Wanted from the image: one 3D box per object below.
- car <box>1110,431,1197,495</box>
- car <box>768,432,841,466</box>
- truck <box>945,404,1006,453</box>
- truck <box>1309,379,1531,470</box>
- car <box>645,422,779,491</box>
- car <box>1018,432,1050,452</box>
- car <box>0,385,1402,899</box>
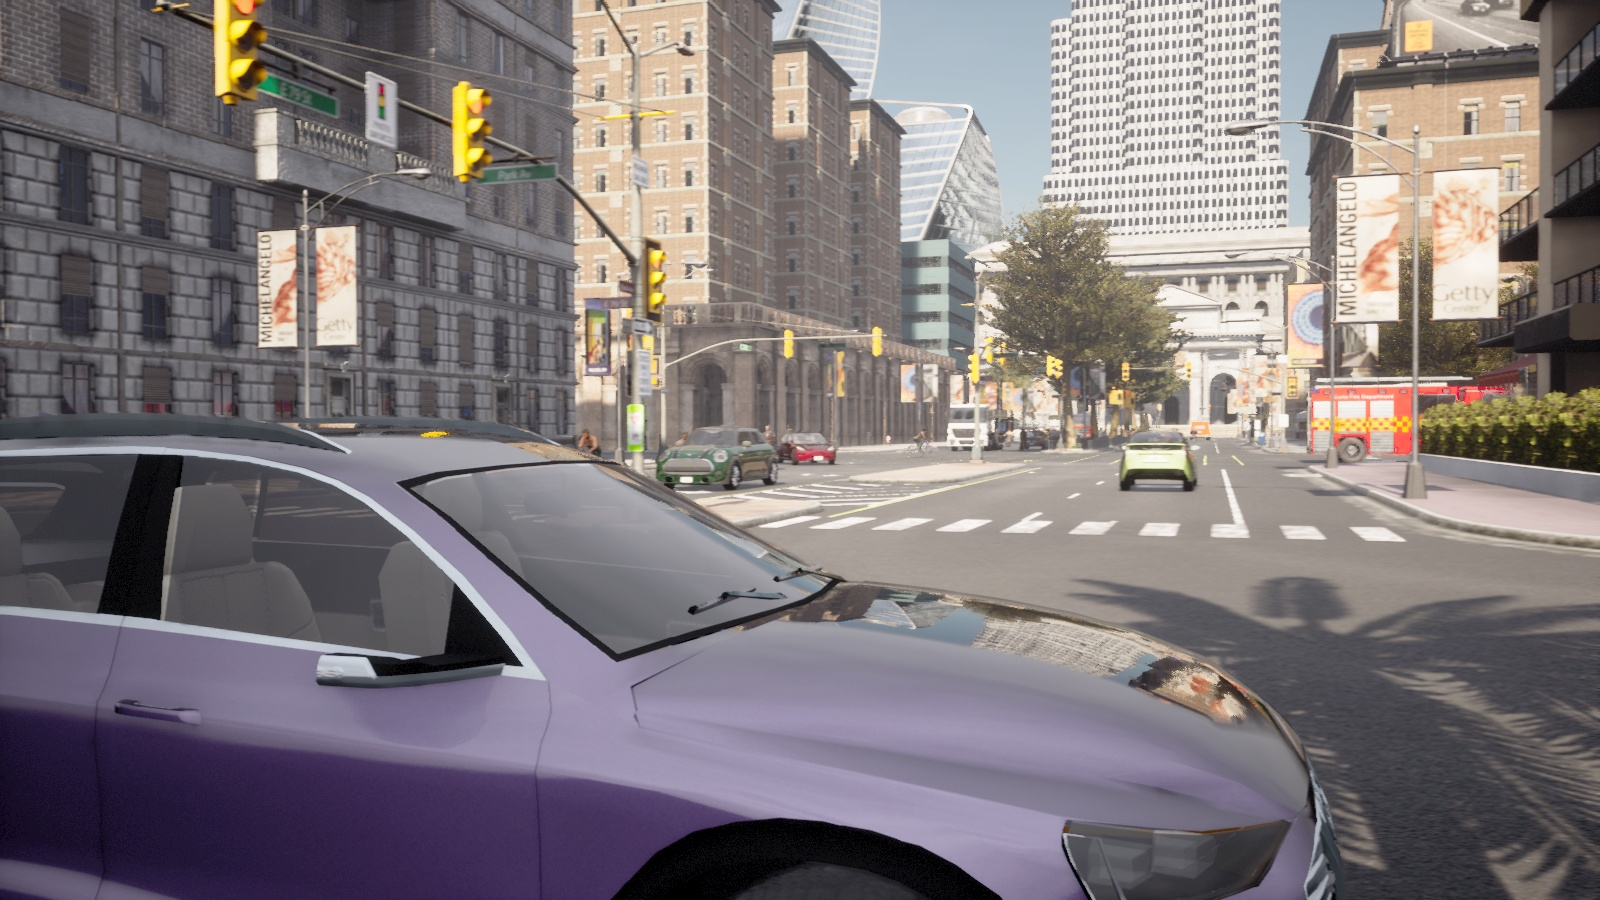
[{"bbox_3d":[9.331,0.281,32.923,2.007,1.525,4.514,1,1,18],"label":"car"},{"bbox_3d":[0.144,-0.091,57.305,2.163,1.488,4.792,0,1,-14],"label":"car"},{"bbox_3d":[12.957,-1.582,92.111,2.891,3.462,7.936,1,1,19],"label":"truck"},{"bbox_3d":[27.252,-1.127,55.685,8.468,3.827,2.891,1,1,18],"label":"truck"},{"bbox_3d":[-2.302,0.126,34.346,2.097,1.767,4.553,1,1,18],"label":"car"},{"bbox_3d":[18.031,-0.625,96.487,1.812,1.442,4.674,1,1,18],"label":"car"},{"bbox_3d":[-1.109,0.695,3.565,4.856,1.649,2.033,1,1,19],"label":"car"}]
